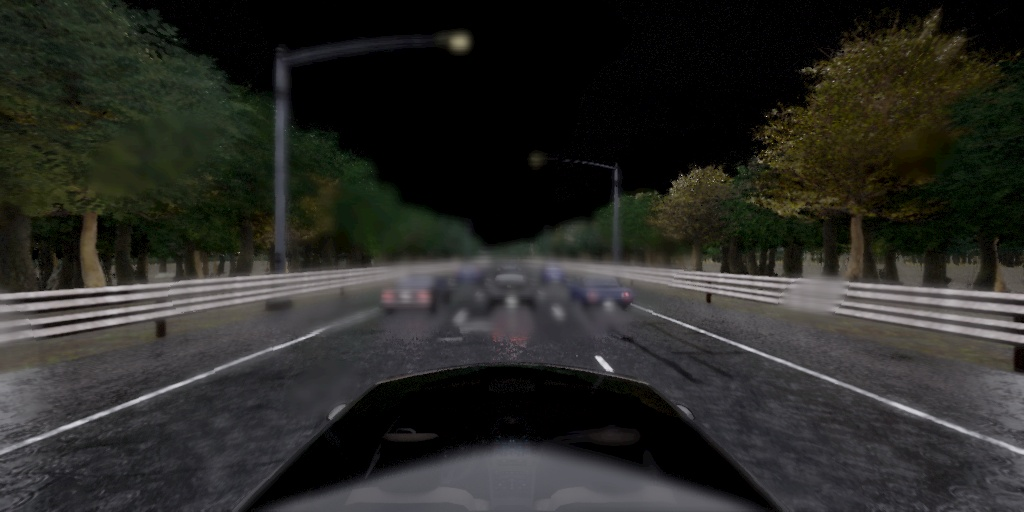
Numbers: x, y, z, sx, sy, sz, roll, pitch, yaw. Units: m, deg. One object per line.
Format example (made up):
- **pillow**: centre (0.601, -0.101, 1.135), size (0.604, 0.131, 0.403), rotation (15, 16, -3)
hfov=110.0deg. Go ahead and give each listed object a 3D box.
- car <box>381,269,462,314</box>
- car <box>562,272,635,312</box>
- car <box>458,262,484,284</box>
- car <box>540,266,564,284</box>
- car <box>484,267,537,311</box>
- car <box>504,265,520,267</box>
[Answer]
- **car**: centre (-3.498, 1.426, 14.346), size (2.033, 1.411, 5.357), rotation (0, -1, 0)
- **car**: centre (3.508, 1.487, 15.085), size (1.895, 1.301, 4.718), rotation (0, -1, 0)
- **car**: centre (-3.494, 1.379, 30.249), size (2.097, 1.767, 4.553), rotation (0, -1, 0)
- **car**: centre (3.508, 1.558, 30.727), size (1.812, 1.442, 4.674), rotation (0, 0, 0)
- **car**: centre (0.011, 1.395, 15.336), size (1.837, 1.490, 4.892), rotation (0, 0, 0)
- **car**: centre (0.005, 1.522, 30.328), size (2.128, 1.511, 4.902), rotation (0, 0, 0)
